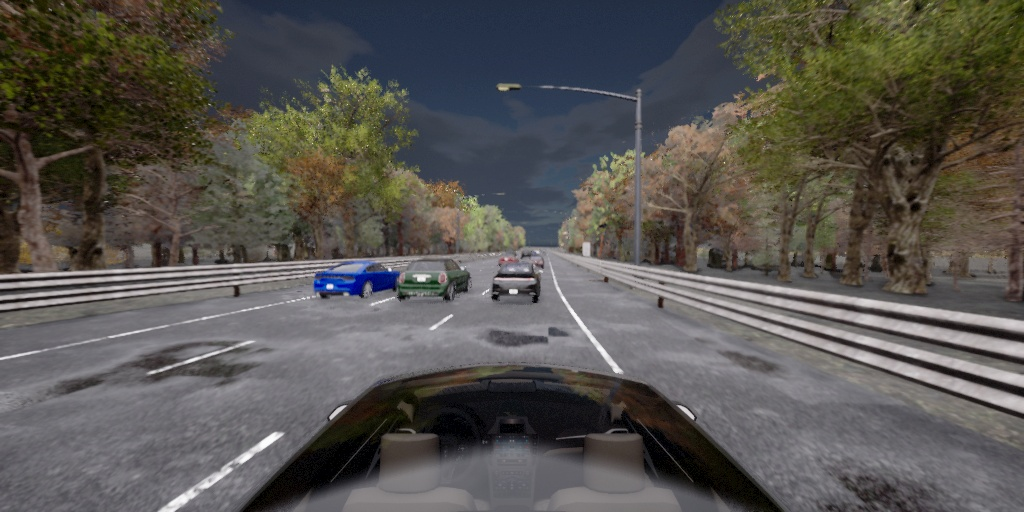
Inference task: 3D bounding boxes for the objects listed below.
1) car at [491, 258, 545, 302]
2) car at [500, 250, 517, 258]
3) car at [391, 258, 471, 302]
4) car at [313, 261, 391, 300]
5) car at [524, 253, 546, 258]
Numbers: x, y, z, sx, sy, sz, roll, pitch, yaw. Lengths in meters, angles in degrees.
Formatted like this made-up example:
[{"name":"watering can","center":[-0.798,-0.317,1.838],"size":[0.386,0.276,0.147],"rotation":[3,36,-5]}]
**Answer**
[{"name":"car","center":[0.292,1.028,15.398],"size":[2.128,1.511,4.902],"rotation":[0,1,5]},{"name":"car","center":[-0.439,0.419,44.571],"size":[2.097,1.767,4.553],"rotation":[0,1,5]},{"name":"car","center":[-3.201,0.870,15.635],"size":[2.097,1.767,4.553],"rotation":[0,1,5]},{"name":"car","center":[-6.673,0.975,16.073],"size":[1.882,1.535,5.008],"rotation":[0,1,5]},{"name":"car","center":[2.863,0.665,42.334],"size":[2.033,1.411,5.357],"rotation":[0,1,5]}]
